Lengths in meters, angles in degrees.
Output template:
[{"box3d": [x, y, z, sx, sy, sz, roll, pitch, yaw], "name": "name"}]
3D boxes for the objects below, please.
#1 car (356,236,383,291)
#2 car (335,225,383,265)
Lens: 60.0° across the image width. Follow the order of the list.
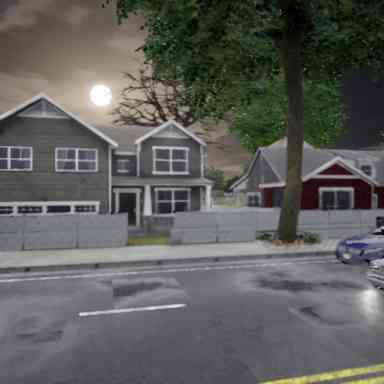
[{"box3d": [6.200, 1.679, 6.984, 4.718, 1.301, 1.895, 0, -1, -14], "name": "car"}, {"box3d": [6.867, 1.652, 10.510, 4.674, 1.442, 1.812, 0, -1, -14], "name": "car"}]
